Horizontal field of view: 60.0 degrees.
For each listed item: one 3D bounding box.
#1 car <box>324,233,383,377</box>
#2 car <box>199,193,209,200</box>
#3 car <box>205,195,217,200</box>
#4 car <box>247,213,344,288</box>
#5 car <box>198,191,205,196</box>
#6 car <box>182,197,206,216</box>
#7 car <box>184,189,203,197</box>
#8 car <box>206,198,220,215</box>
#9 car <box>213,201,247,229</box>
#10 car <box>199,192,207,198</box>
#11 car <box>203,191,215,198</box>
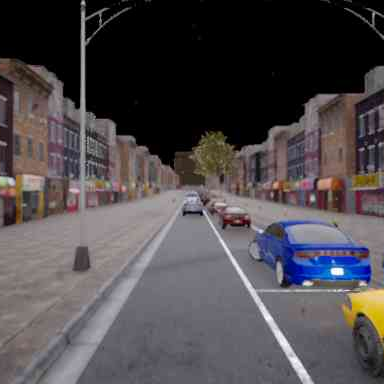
[{"bbox_3d":[3.024,1.466,2.561,1.801,1.575,5.366,0,0,0],"label":"car"},{"bbox_3d":[2.629,0.966,71.448,1.947,1.339,4.313,2,1,0],"label":"car"},{"bbox_3d":[2.637,1.432,38.267,1.752,1.417,4.829,1,1,0],"label":"car"},{"bbox_3d":[3.011,1.499,9.369,1.882,1.535,5.008,0,0,0],"label":"car"},{"bbox_3d":[2.622,0.484,93.672,1.947,1.339,4.313,2,1,0],"label":"car"},{"bbox_3d":[0.077,1.519,32.438,1.994,1.385,4.181,0,0,0],"label":"car"},{"bbox_3d":[0.025,1.037,46.738,2.150,2.045,5.566,0,1,1],"label":"car"},{"bbox_3d":[2.637,1.537,32.537,1.802,1.307,4.206,1,0,0],"label":"car"},{"bbox_3d":[2.639,1.555,21.417,1.887,1.381,4.507,1,0,0],"label":"car"},{"bbox_3d":[2.626,0.717,82.563,1.887,1.381,4.507,2,1,0],"label":"car"},{"bbox_3d":[2.640,1.097,49.213,2.192,1.841,5.009,1,1,0],"label":"car"}]
